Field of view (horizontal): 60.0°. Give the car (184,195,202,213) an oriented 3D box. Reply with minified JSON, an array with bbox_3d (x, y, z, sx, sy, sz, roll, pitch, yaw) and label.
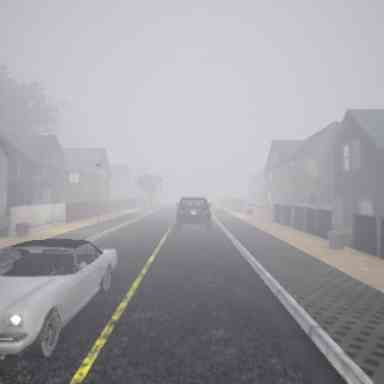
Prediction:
[{"bbox_3d":[0.085,1.431,41.912,2.150,2.045,5.566,0,0,0],"label":"car"}]

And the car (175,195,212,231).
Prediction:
[{"bbox_3d":[0.092,1.295,21.433,2.150,2.045,5.566,0,0,0],"label":"car"}]

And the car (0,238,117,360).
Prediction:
[{"bbox_3d":[-2.816,1.616,6.127,1.895,1.301,4.718,0,0,0],"label":"car"}]
